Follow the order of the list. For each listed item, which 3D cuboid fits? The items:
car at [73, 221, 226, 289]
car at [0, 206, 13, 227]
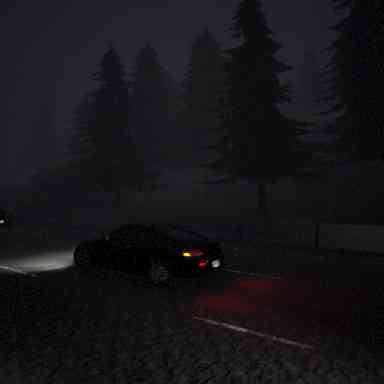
[{"bbox_3d":[-1.298,1.540,9.215,4.674,1.442,1.812,0,0,35],"label":"car"},{"bbox_3d":[-14.023,1.646,22.586,4.892,1.490,1.837,0,0,35],"label":"car"}]
